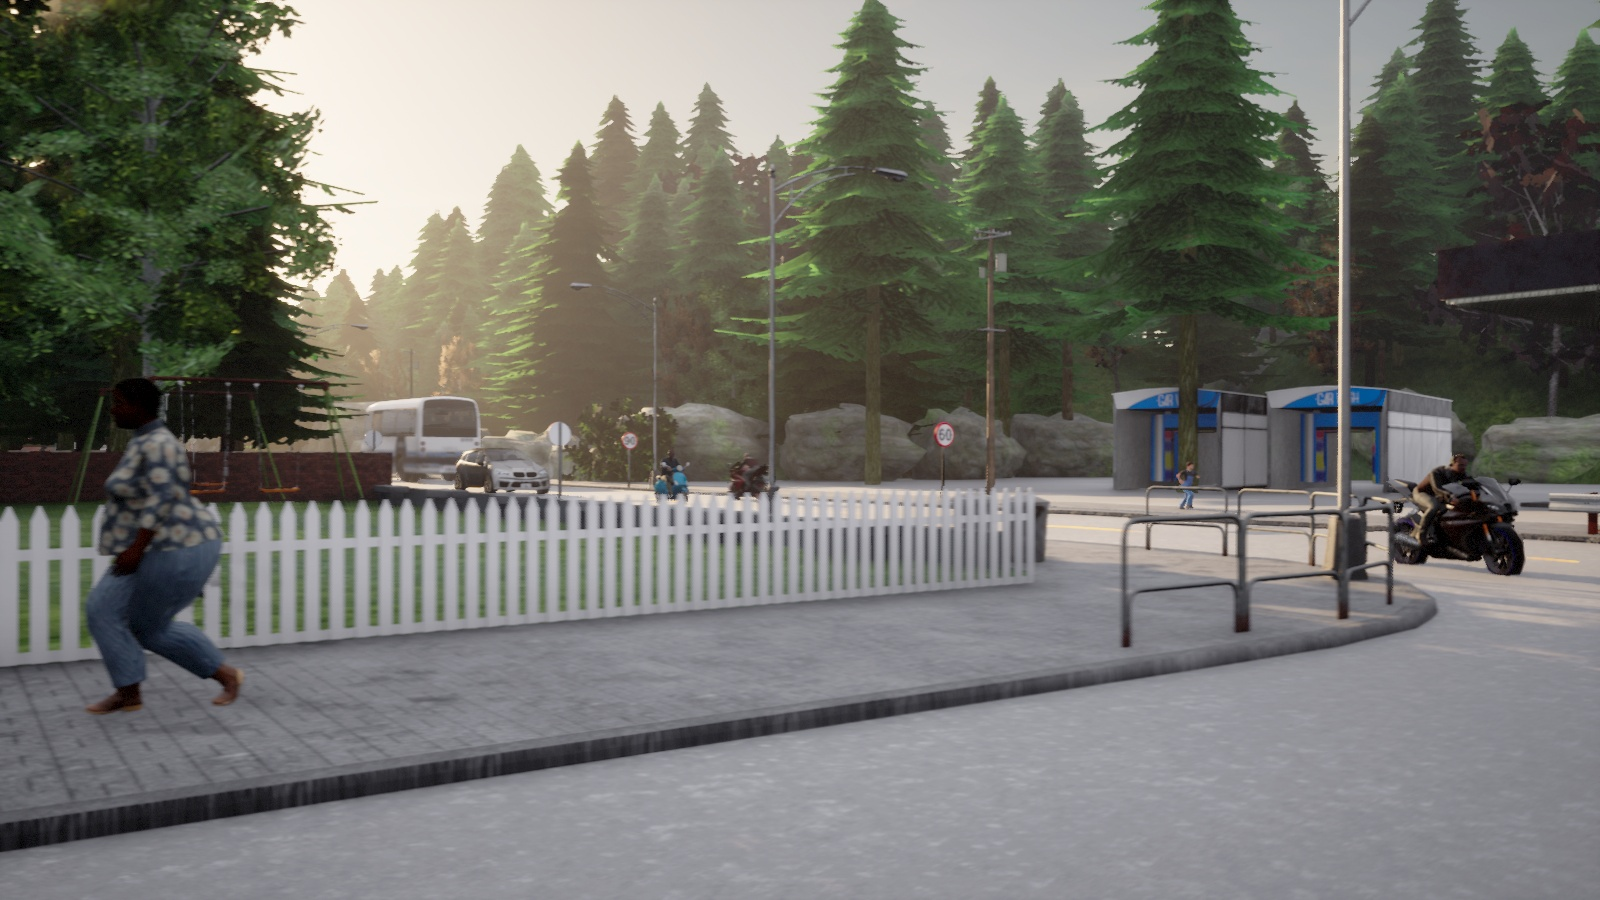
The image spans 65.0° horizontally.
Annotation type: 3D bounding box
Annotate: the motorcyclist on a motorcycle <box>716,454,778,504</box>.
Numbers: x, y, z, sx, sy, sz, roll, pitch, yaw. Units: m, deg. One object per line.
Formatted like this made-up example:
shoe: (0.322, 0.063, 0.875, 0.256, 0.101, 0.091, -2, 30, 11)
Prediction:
motorcyclist on a motorcycle: (-1.664, 0.879, 39.115, 0.866, 1.530, 2.191, 0, 0, -35)

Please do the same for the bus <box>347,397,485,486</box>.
bus: (-20.248, -0.428, 65.723, 3.944, 4.253, 10.273, 0, 0, -35)

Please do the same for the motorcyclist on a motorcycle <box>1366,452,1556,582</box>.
motorcyclist on a motorcycle: (8.427, 0.803, 16.135, 0.866, 1.530, 2.191, -1, 0, -16)

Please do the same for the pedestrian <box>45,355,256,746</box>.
pedestrian: (-3.414, 0.478, 6.576, 0.900, 1.855, 0.874, 0, 0, -33)

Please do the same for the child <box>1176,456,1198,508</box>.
child: (9.560, 0.790, 31.016, 0.270, 1.263, 0.437, 0, 0, -30)

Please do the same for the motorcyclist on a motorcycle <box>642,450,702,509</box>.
motorcyclist on a motorcycle: (-3.571, 0.791, 34.858, 0.866, 1.590, 1.817, 0, 0, -35)

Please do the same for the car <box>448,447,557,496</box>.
car: (-10.749, 0.722, 45.126, 2.242, 1.667, 4.611, 0, 0, -35)
